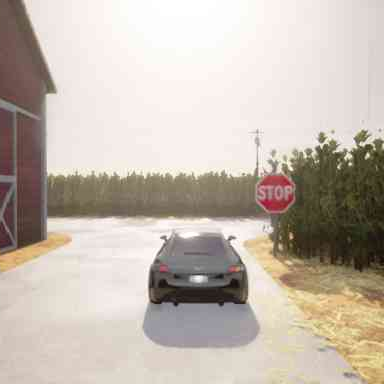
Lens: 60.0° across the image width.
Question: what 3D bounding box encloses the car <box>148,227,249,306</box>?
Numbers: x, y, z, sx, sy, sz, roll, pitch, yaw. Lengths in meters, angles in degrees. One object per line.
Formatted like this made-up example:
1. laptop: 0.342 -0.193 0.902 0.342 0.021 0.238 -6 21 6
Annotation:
1. car: 0.145 1.533 8.031 1.994 1.385 4.181 0 0 1
